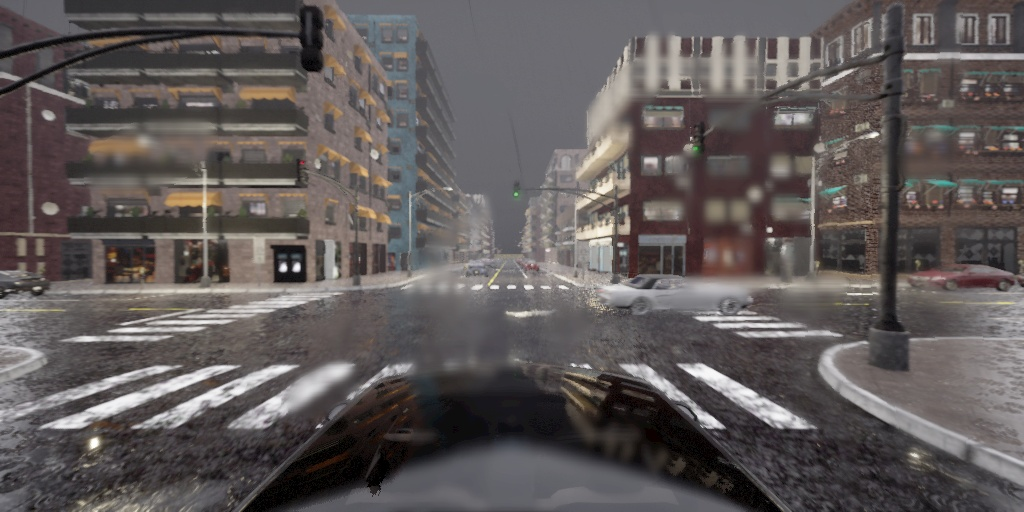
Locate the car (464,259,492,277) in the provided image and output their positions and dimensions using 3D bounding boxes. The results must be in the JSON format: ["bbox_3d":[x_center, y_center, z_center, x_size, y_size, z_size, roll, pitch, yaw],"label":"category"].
[{"bbox_3d":[-3.244,1.300,34.479,1.994,1.385,4.181,0,0,0],"label":"car"}]

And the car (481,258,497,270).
[{"bbox_3d":[-3.286,1.300,53.180,1.994,1.385,4.181,0,0,0],"label":"car"}]

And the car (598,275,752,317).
[{"bbox_3d":[5.551,1.315,12.503,4.718,1.301,1.895,0,1,0],"label":"car"}]

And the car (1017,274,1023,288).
[{"bbox_3d":[17.354,1.194,9.671,4.829,1.417,1.751,0,0,0],"label":"car"}]

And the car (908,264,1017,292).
[{"bbox_3d":[22.866,1.083,18.279,4.207,1.307,1.802,0,0,0],"label":"car"}]

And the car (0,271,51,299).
[{"bbox_3d":[-26.335,1.431,18.258,4.403,1.370,2.007,0,0,0],"label":"car"}]

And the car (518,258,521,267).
[{"bbox_3d":[2.425,1.186,57.542,1.967,1.591,4.097,0,0,0],"label":"car"}]

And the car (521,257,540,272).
[{"bbox_3d":[2.476,1.186,46.200,1.967,1.591,4.097,0,0,0],"label":"car"}]
